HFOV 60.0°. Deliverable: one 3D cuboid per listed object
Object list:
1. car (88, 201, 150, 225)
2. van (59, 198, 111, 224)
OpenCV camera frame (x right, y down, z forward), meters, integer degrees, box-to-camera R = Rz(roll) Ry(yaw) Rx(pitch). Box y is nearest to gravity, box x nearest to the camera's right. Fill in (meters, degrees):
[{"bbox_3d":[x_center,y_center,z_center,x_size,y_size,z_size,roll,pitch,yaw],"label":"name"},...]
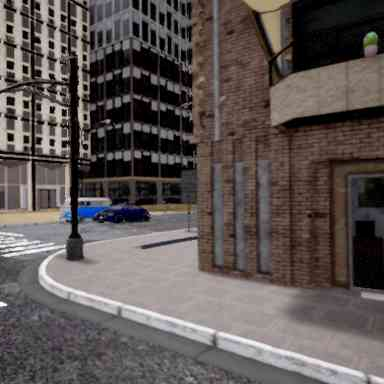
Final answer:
[{"bbox_3d":[-5.014,1.549,24.169,1.994,1.385,4.181,-1,-1,36],"label":"car"},{"bbox_3d":[-7.788,1.363,24.755,1.690,1.788,3.998,-1,-1,36],"label":"van"}]
